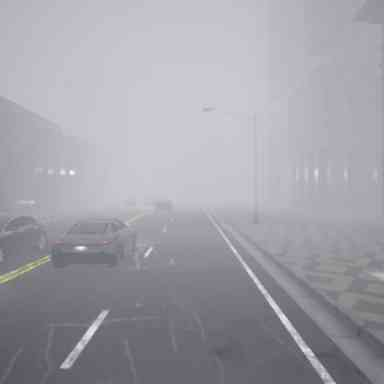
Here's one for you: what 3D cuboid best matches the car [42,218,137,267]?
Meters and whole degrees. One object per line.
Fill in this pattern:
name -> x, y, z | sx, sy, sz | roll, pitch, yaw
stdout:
car -> -3.150, 1.565, 11.419 | 1.994, 1.385, 4.181 | 0, 0, 0

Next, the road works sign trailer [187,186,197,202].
road works sign trailer -> 0.018, 0.495, 76.061 | 2.380, 3.560, 2.880 | 0, 0, 0

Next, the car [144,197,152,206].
car -> -6.557, 1.510, 53.311 | 2.128, 1.511, 4.902 | 0, 0, 0

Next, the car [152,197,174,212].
car -> -3.148, 1.489, 38.349 | 1.882, 1.535, 5.008 | 0, 0, 0

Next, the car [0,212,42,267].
car -> -6.600, 1.506, 11.283 | 1.837, 1.490, 4.892 | 0, 0, 0

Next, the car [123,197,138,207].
car -> -9.806, 1.544, 53.319 | 1.812, 1.442, 4.674 | 0, 0, 0
